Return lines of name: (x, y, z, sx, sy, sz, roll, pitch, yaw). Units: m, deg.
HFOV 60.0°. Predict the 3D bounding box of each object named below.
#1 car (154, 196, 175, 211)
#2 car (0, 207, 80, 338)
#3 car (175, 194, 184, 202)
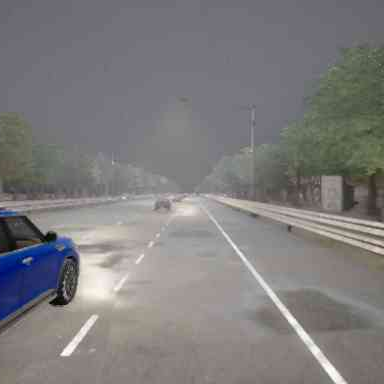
car: (-3.500, 1.523, 40.808, 1.837, 1.490, 4.892, 0, 0, 0)
car: (-3.501, 1.223, 4.887, 2.150, 2.045, 5.566, 0, 0, 0)
car: (-3.430, 1.618, 76.028, 1.994, 1.385, 4.181, 0, 0, 0)
